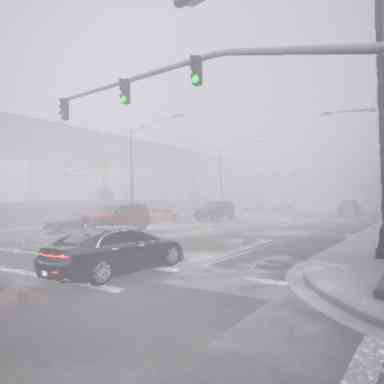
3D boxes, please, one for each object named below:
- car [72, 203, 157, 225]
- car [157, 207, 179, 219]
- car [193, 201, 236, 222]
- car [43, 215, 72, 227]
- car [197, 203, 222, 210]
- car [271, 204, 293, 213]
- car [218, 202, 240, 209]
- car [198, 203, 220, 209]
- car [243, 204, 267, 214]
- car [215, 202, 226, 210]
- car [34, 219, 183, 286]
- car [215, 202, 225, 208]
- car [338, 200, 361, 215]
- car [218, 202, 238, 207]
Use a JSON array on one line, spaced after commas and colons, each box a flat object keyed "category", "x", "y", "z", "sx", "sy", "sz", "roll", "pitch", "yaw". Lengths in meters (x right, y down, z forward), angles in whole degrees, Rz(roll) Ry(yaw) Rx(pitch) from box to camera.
[{"category": "car", "x": -5.380, "y": 1.877, "z": 24.014, "sx": 2.150, "sy": 2.045, "sz": 5.566, "roll": -3, "pitch": -2, "yaw": 36}, {"category": "car", "x": -3.327, "y": 2.315, "z": 32.845, "sx": 1.882, "sy": 1.535, "sz": 5.008, "roll": -3, "pitch": -1, "yaw": 35}, {"category": "car", "x": 2.395, "y": 1.960, "z": 34.822, "sx": 2.150, "sy": 2.045, "sz": 5.566, "roll": -3, "pitch": -2, "yaw": 36}, {"category": "car", "x": -8.747, "y": 2.381, "z": 25.297, "sx": 1.895, "sy": 1.301, "sz": 4.718, "roll": -3, "pitch": -2, "yaw": 36}, {"category": "car", "x": 3.794, "y": 3.171, "z": 72.860, "sx": 4.974, "sy": 1.542, "sz": 2.038, "roll": -1, "pitch": -2, "yaw": -11}, {"category": "car", "x": 13.551, "y": 2.451, "z": 50.212, "sx": 1.895, "sy": 1.301, "sz": 4.718, "roll": -3, "pitch": -2, "yaw": 36}, {"category": "car", "x": 8.963, "y": 3.262, "z": 81.428, "sx": 4.974, "sy": 1.542, "sz": 2.038, "roll": -1, "pitch": -2, "yaw": -26}, {"category": "car", "x": 3.739, "y": 3.014, "z": 72.855, "sx": 4.536, "sy": 1.218, "sz": 1.853, "roll": -1, "pitch": -2, "yaw": -11}, {"category": "car", "x": 9.698, "y": 2.519, "z": 50.871, "sx": 2.033, "sy": 1.411, "sz": 5.357, "roll": -3, "pitch": -2, "yaw": 36}, {"category": "car", "x": 6.474, "y": 3.199, "z": 76.609, "sx": 2.038, "sy": 1.542, "sz": 4.974, "roll": -2, "pitch": -2, "yaw": -1}, {"category": "car", "x": -2.235, "y": 1.802, "z": 10.202, "sx": 1.837, "sy": 1.490, "sz": 4.892, "roll": -2, "pitch": -2, "yaw": 36}, {"category": "car", "x": 6.468, "y": 3.043, "z": 76.665, "sx": 1.853, "sy": 1.218, "sz": 4.536, "roll": -2, "pitch": -2, "yaw": -1}, {"category": "car", "x": 19.171, "y": 1.734, "z": 40.442, "sx": 2.097, "sy": 1.767, "sz": 4.553, "roll": -3, "pitch": -1, "yaw": 33}, {"category": "car", "x": 8.912, "y": 3.105, "z": 81.410, "sx": 4.536, "sy": 1.218, "sz": 1.853, "roll": -1, "pitch": -2, "yaw": -26}]
